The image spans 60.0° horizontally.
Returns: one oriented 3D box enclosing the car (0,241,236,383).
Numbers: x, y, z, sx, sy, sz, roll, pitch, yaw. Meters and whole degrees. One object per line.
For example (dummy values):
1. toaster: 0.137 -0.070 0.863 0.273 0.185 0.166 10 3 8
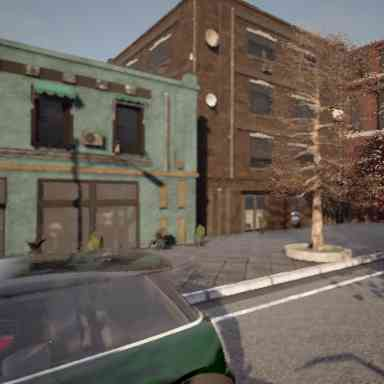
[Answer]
1. car: -1.882 1.350 2.330 4.553 1.767 2.097 0 0 -35
